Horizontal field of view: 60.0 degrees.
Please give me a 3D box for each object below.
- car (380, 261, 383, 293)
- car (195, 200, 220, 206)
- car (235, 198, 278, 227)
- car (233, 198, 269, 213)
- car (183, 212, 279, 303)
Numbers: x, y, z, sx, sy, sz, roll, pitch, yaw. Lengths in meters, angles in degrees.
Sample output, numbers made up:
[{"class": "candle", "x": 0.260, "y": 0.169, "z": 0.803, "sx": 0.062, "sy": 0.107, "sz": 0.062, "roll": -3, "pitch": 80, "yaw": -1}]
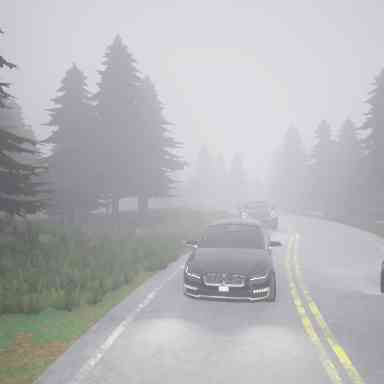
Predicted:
[{"class": "car", "x": 4.497, "y": 1.308, "z": 4.645, "sx": 2.097, "sy": 1.767, "sz": 4.553, "roll": -1, "pitch": 0, "yaw": 8}, {"class": "car", "x": 1.955, "y": 1.799, "z": 44.865, "sx": 1.812, "sy": 1.442, "sz": 4.674, "roll": 3, "pitch": -5, "yaw": -35}, {"class": "car", "x": 3.892, "y": 1.270, "z": 20.369, "sx": 2.097, "sy": 1.767, "sz": 4.553, "roll": -1, "pitch": 0, "yaw": 5}, {"class": "car", "x": 6.231, "y": 1.410, "z": 35.736, "sx": 1.837, "sy": 1.490, "sz": 4.892, "roll": 2, "pitch": -1, "yaw": -16}, {"class": "car", "x": 1.098, "y": 1.496, "z": 8.418, "sx": 1.837, "sy": 1.490, "sz": 4.892, "roll": -1, "pitch": 0, "yaw": 13}]
